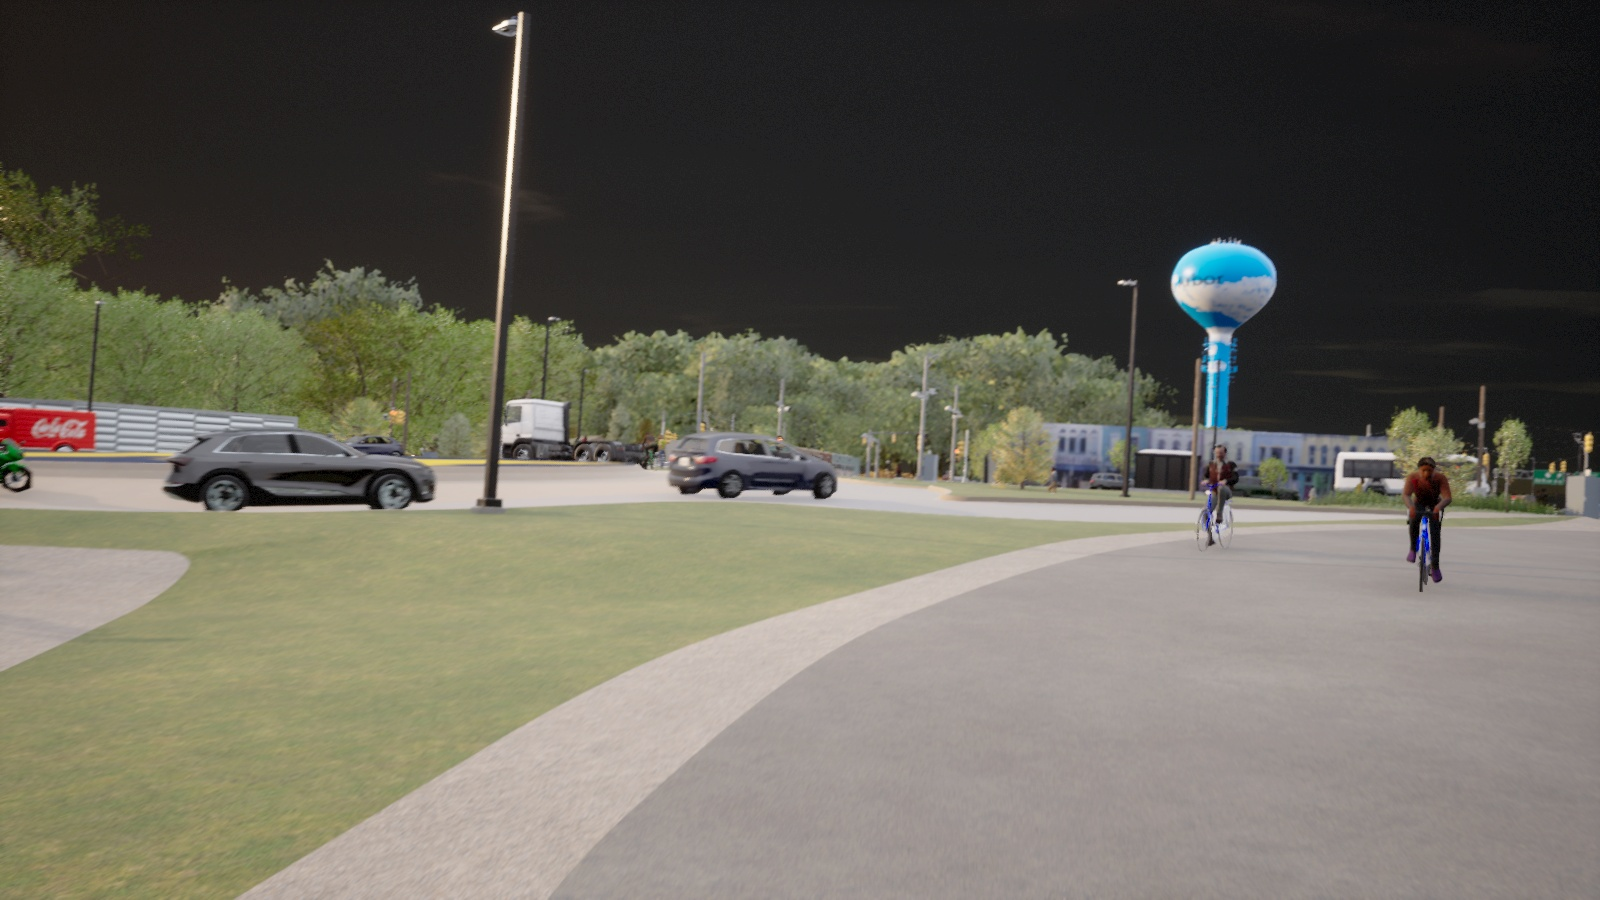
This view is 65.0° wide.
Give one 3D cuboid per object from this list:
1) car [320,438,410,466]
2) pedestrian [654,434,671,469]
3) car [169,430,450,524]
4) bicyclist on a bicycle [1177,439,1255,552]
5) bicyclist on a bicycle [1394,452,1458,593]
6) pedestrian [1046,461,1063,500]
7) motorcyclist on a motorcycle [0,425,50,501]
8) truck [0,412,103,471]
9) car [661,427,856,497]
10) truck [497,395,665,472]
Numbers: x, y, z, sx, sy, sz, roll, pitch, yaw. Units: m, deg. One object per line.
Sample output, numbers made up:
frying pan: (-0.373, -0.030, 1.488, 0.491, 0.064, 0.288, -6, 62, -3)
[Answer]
car: (-23.136, 0.089, 66.933, 1.816, 1.474, 4.193, 1, 1, 40)
pedestrian: (-7.373, 0.061, 67.342, 0.706, 1.836, 0.354, 2, -2, 18)
car: (-9.409, 0.466, 24.199, 4.856, 1.649, 2.033, 0, 0, -25)
bicyclist on a bicycle: (6.906, 0.723, 20.785, 0.659, 1.776, 1.843, 1, 0, 36)
bicyclist on a bicycle: (7.692, 0.836, 15.407, 0.582, 1.620, 1.656, 2, 1, 29)
pedestrian: (13.098, 1.587, 64.662, 0.788, 1.949, 0.423, 3, -2, 11)
motorcyclist on a motorcycle: (-17.226, 0.242, 26.713, 2.044, 1.523, 0.797, 3, 3, -2)
truck: (-34.206, -0.383, 55.589, 2.627, 2.467, 5.204, 2, 0, 36)
car: (-1.060, 0.326, 33.002, 4.611, 1.667, 2.242, 1, 1, -37)
truck: (-10.689, -0.724, 61.027, 7.936, 3.462, 2.891, 0, -3, 30)
